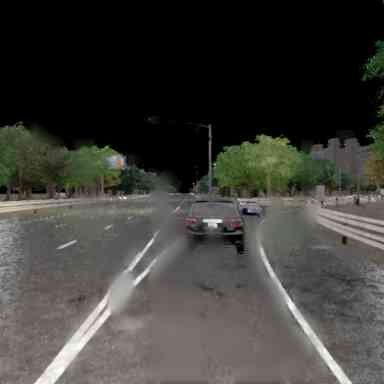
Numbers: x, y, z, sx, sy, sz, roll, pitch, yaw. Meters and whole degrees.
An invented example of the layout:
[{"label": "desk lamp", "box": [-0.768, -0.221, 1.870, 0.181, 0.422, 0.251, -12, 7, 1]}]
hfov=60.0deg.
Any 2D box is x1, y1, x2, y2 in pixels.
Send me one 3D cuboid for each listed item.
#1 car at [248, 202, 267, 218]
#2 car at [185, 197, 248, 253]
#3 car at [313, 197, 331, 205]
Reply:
[{"label": "car", "box": [5.696, 1.588, 30.723, 1.994, 1.385, 4.181, 0, 0, 21]}, {"label": "car", "box": [1.137, 1.230, 13.968, 2.150, 2.045, 5.566, 0, 0, 9]}, {"label": "car", "box": [22.861, 1.557, 58.394, 2.033, 1.411, 5.357, 0, 0, 43]}]
